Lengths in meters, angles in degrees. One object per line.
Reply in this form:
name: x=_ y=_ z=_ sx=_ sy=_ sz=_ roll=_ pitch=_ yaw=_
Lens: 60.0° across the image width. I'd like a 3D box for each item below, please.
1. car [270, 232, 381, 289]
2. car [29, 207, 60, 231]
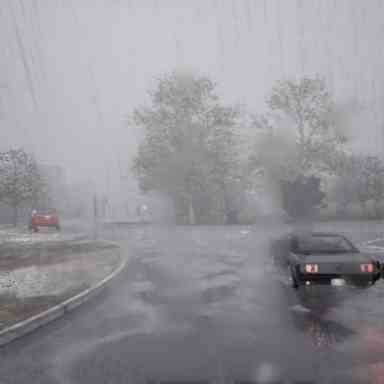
car: x=3.518 y=1.815 z=9.761 sx=1.895 sy=1.301 sz=4.718 roll=-2 pitch=-2 yaw=5
car: x=-13.951 y=2.495 z=31.426 sx=2.150 sy=2.045 sz=5.566 roll=-2 pitch=-1 yaw=-30
